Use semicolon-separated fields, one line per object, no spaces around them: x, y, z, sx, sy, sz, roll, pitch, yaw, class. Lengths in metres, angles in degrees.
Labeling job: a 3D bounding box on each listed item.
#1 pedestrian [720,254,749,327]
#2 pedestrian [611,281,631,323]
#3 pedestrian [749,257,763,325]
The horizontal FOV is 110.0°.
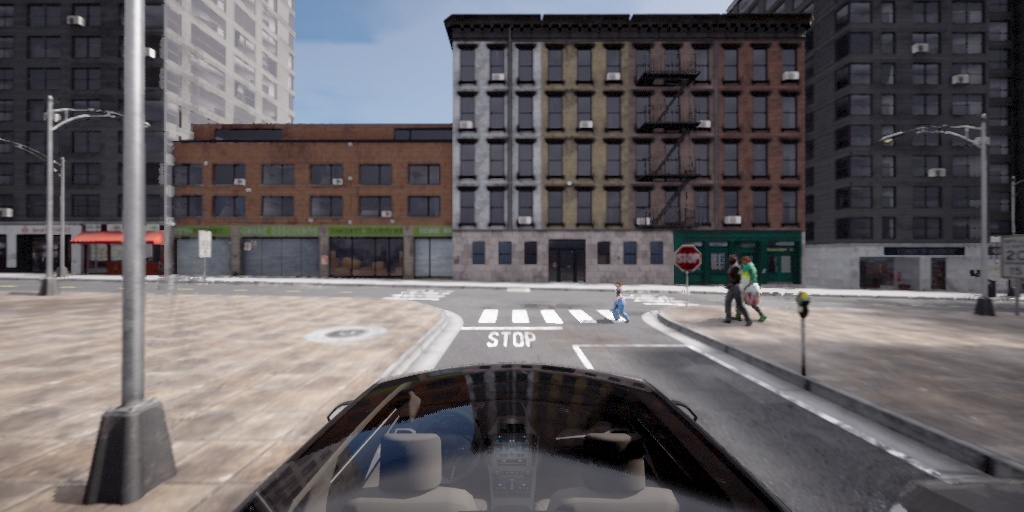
5.753;0.855;9.279;0.375;1.860;0.375;0;0;0;pedestrian
3.220;1.281;10.478;0.375;1.300;0.375;0;0;0;pedestrian
6.514;0.854;9.880;0.375;1.860;0.375;0;0;0;pedestrian
